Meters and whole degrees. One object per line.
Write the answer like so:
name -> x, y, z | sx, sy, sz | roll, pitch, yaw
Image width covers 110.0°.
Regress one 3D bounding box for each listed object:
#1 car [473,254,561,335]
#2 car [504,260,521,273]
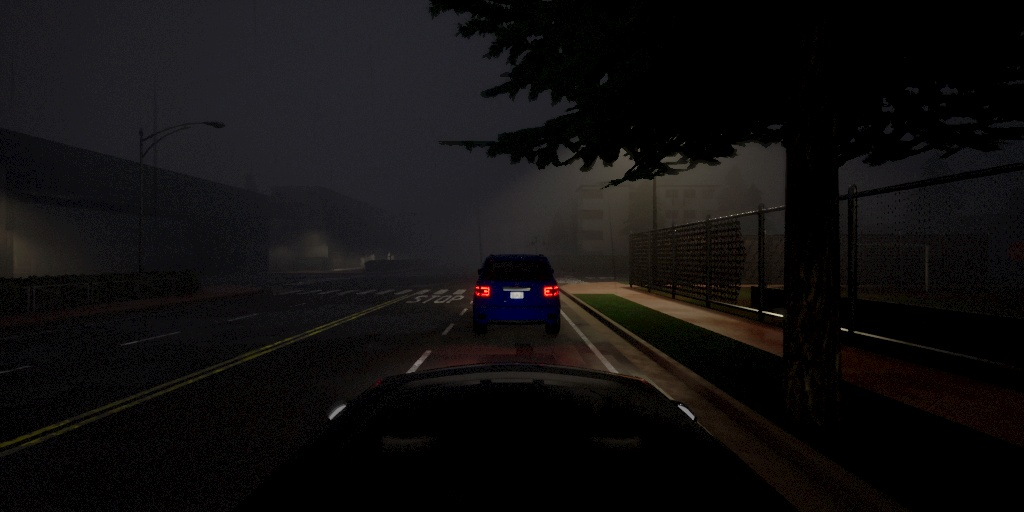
car -> 0.115, 0.972, 10.701 | 2.150, 2.045, 5.566 | 0, 0, 0
car -> 0.025, 1.242, 45.576 | 2.128, 1.511, 4.902 | 0, 0, 0
